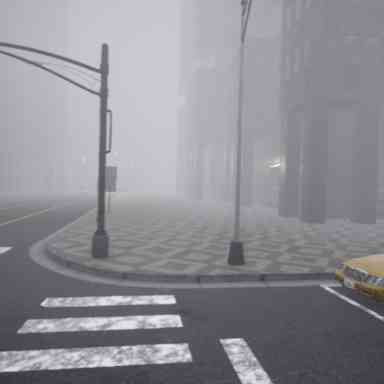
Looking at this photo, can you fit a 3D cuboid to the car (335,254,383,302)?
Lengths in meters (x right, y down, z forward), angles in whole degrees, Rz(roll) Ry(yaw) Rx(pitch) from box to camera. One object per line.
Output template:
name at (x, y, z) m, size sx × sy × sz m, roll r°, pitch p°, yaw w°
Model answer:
car at (5.513, 1.552, 6.968) m, size 4.829 × 1.417 × 1.752 m, roll 1°, pitch 1°, yaw -9°
